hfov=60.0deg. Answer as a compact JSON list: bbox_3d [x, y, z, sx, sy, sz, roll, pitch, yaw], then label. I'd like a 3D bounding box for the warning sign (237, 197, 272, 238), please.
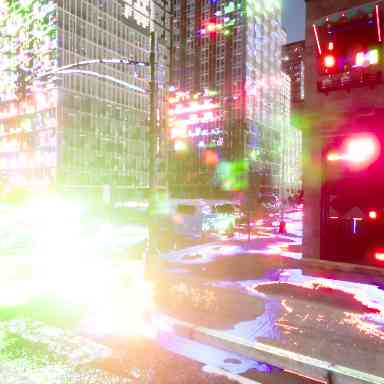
[{"bbox_3d":[3.048,1.177,16.147,1.300,1.860,1.060,1,1,35],"label":"warning sign"}]

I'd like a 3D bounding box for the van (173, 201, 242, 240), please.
[{"bbox_3d":[0.763,1.368,17.034,1.690,1.788,3.998,1,1,35],"label":"van"}]

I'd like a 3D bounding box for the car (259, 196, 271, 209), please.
[{"bbox_3d":[6.278,1.433,34.874,1.812,1.442,4.674,1,1,35],"label":"car"}]

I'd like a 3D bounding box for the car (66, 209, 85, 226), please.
[{"bbox_3d":[-6.084,1.467,21.871,1.947,1.339,4.313,1,1,35],"label":"car"}]

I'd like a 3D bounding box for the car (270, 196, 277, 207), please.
[{"bbox_3d":[9.875,1.293,44.465,1.967,1.590,4.097,1,1,35],"label":"car"}]

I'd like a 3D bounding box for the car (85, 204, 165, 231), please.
[{"bbox_3d":[-3.868,1.540,20.522,1.895,1.301,4.718,1,1,35],"label":"car"}]

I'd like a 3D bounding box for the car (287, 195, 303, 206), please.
[{"bbox_3d":[16.040,1.168,48.526,1.882,1.535,5.008,1,1,35],"label":"car"}]

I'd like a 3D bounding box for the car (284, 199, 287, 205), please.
[{"bbox_3d":[16.160,1.364,53.365,1.752,1.417,4.829,1,1,35],"label":"car"}]
